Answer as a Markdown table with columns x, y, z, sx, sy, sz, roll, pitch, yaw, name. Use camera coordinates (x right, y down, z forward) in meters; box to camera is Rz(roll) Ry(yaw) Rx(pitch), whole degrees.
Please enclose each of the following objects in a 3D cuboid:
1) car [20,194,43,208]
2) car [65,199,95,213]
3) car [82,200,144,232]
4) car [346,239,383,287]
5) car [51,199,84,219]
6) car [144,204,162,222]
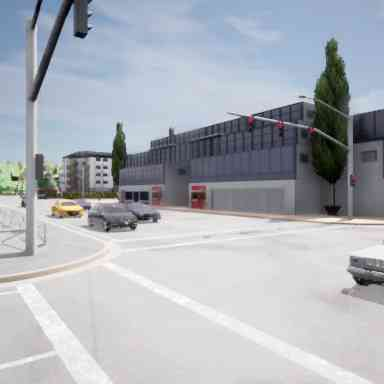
| x | y | z | sx | sy | sz | roll | pitch | yaw | name |
| --- | --- | --- | --- | --- | --- | --- | --- | --- | --- |
| -23.686 | 1.492 | 48.524 | 2.128 | 1.511 | 4.902 | 0 | 0 | -33 | car |
| -13.299 | 1.546 | 39.156 | 2.033 | 1.411 | 5.357 | 0 | 0 | -34 | car |
| -5.018 | 1.504 | 20.595 | 1.837 | 1.490 | 4.892 | 0 | 0 | -35 | car |
| 5.814 | 1.600 | 8.234 | 4.718 | 1.301 | 1.895 | 0 | 0 | -38 | car |
| -11.197 | 1.478 | 29.714 | 1.882 | 1.535 | 5.008 | 0 | 1 | -34 | car |
| -4.358 | 1.547 | 25.825 | 2.033 | 1.411 | 5.357 | 0 | 0 | -34 | car |
